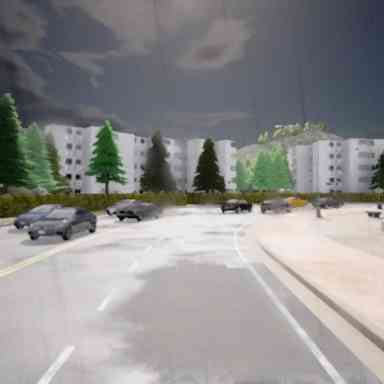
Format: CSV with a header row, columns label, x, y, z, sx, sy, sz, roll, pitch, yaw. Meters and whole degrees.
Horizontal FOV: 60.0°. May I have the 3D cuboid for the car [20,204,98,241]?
label,x,y,z,sx,sy,sz,roll,pitch,yaw
car,-6.384,1.521,17.042,1.812,1.442,4.674,0,0,7

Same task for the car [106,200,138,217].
label,x,y,z,sx,sy,sz,roll,pitch,yaw
car,-6.023,1.480,31.261,2.128,1.511,4.902,0,0,24

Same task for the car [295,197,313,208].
label,x,y,z,sx,sy,sz,roll,pitch,yaw
car,13.827,1.452,45.320,5.008,1.535,1.882,0,0,-35

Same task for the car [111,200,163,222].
label,x,y,z,sx,sy,sz,roll,pitch,yaw
car,-4.111,1.591,26.757,1.895,1.301,4.718,0,0,21

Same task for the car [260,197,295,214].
label,x,y,z,sx,sy,sz,roll,pitch,yaw
car,9.014,1.487,35.685,1.837,1.490,4.892,0,0,38

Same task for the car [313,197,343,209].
label,x,y,z,sx,sy,sz,roll,pitch,yaw
car,17.929,1.467,43.950,4.902,1.511,2.128,0,0,-32

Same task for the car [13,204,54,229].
label,x,y,z,sx,sy,sz,roll,pitch,yaw
car,-9.229,1.520,21.367,1.812,1.442,4.674,0,0,12

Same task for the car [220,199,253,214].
label,x,y,z,sx,sy,sz,roll,pitch,yaw
car,4.937,1.460,36.106,1.882,1.535,5.008,0,0,35
